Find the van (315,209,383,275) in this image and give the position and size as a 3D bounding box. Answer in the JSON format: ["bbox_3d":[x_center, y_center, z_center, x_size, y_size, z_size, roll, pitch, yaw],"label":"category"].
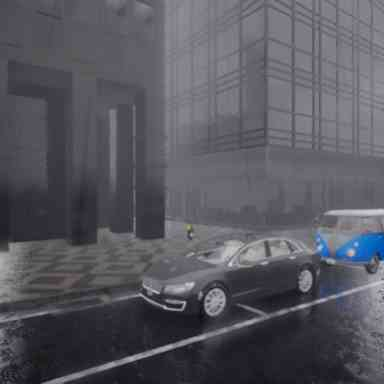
[{"bbox_3d":[5.599,1.438,10.543,3.998,1.788,1.690,1,-1,-36],"label":"van"}]

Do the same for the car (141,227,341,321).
[{"bbox_3d":[1.021,1.596,7.272,4.403,1.369,2.008,1,-1,-36],"label":"car"}]
